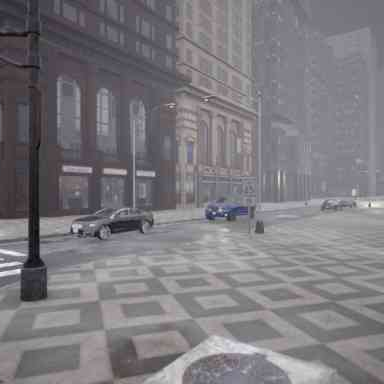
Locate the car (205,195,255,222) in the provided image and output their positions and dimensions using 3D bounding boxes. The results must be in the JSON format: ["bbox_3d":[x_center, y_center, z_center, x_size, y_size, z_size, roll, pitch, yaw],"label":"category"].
[{"bbox_3d":[3.293,1.302,27.642,2.150,2.045,5.566,0,-1,36],"label":"car"}]

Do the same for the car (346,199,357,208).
[{"bbox_3d":[23.760,1.702,50.747,2.033,1.411,5.357,0,0,36],"label":"car"}]

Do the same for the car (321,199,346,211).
[{"bbox_3d":[17.858,1.655,42.502,1.812,1.442,4.674,0,0,36],"label":"car"}]

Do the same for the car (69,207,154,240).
[{"bbox_3d":[-4.024,1.532,17.434,2.128,1.511,4.902,0,0,34],"label":"car"}]
